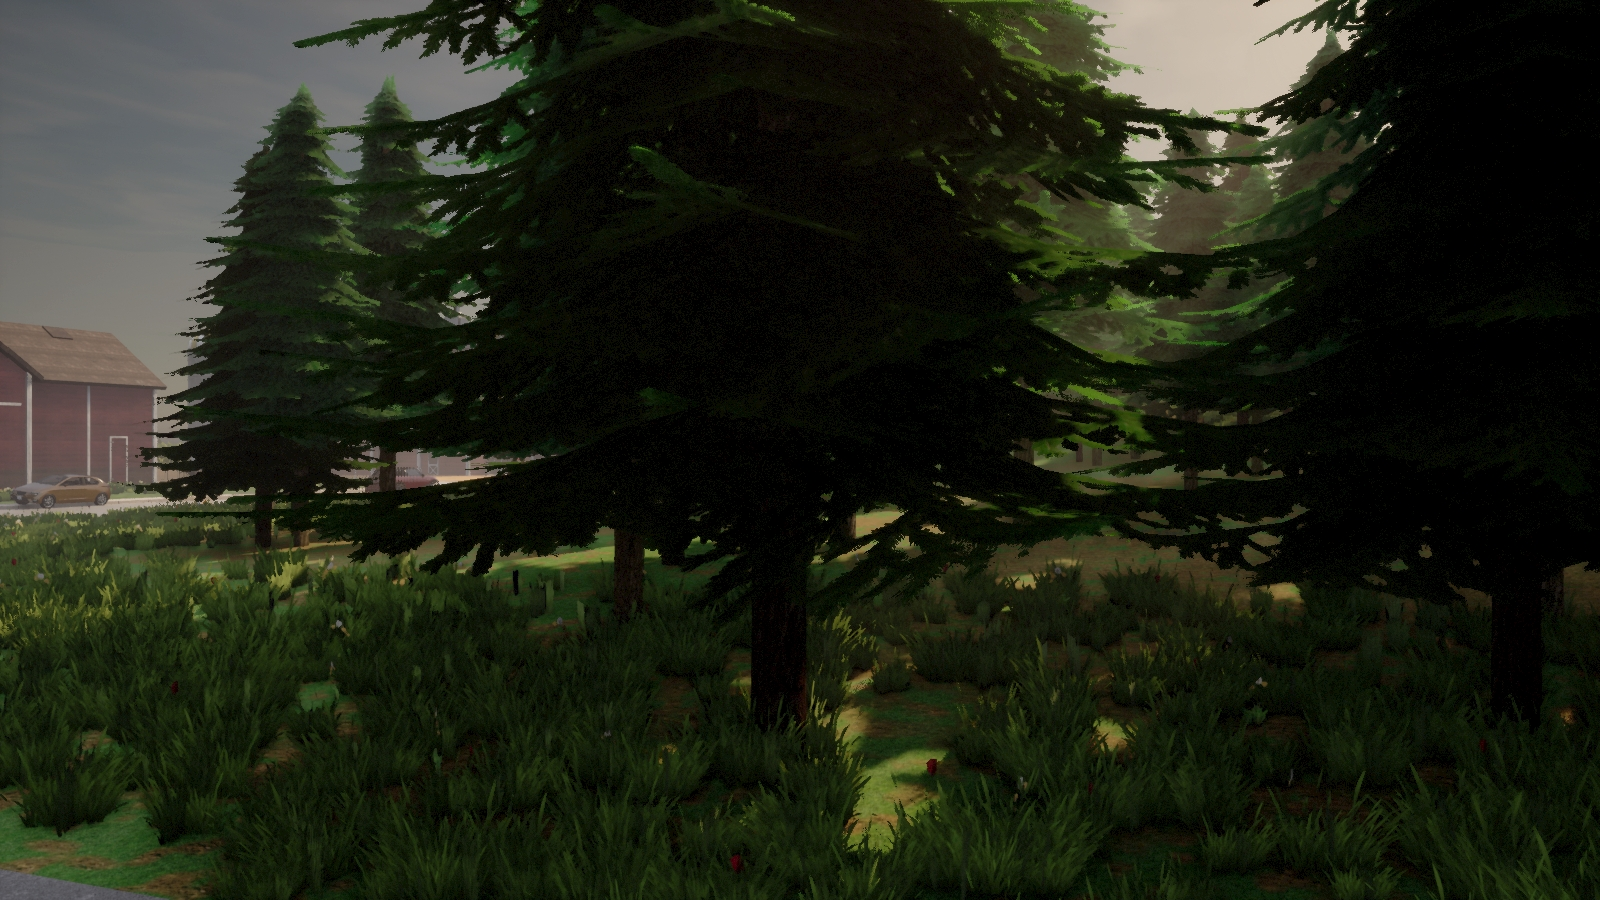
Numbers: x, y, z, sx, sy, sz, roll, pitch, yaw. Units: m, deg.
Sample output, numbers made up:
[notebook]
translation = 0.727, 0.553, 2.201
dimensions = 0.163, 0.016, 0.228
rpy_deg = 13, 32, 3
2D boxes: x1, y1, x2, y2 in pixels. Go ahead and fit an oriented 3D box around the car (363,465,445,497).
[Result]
[car]
translation = -22.964, 1.766, 66.415
dimensions = 2.097, 1.767, 4.553
rpy_deg = 0, 0, 20
